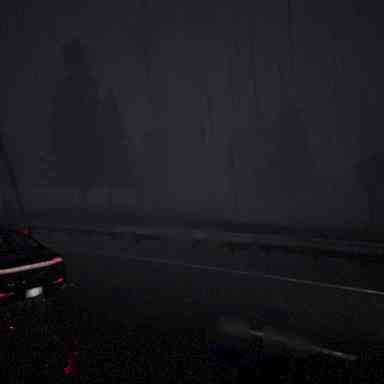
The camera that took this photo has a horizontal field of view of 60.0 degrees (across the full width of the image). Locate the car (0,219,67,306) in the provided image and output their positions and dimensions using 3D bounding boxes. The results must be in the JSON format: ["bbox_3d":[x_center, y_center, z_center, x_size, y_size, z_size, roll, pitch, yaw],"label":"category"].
[{"bbox_3d":[-4.724,1.508,7.032,4.902,1.511,2.128,0,0,33],"label":"car"}]

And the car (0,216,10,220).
[{"bbox_3d":[-8.819,1.633,13.759,4.718,1.301,1.895,0,0,31],"label":"car"}]
